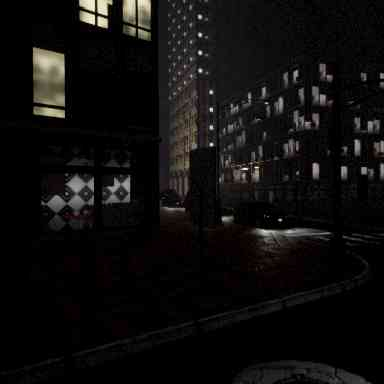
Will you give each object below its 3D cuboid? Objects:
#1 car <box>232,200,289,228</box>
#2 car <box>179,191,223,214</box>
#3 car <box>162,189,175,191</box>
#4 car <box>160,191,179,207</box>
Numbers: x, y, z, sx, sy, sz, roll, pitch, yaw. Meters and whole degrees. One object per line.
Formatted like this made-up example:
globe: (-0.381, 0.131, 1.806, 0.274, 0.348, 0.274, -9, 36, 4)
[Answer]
car: (4.226, 1.322, 21.198, 1.837, 1.490, 4.892, -1, 1, -19)
car: (0.900, 0.895, 30.939, 2.150, 2.045, 5.566, -1, 1, -19)
car: (-4.035, 0.537, 54.629, 2.150, 2.045, 5.566, -1, 1, -18)
car: (-2.395, 1.036, 40.667, 1.837, 1.490, 4.892, -1, 1, -18)
